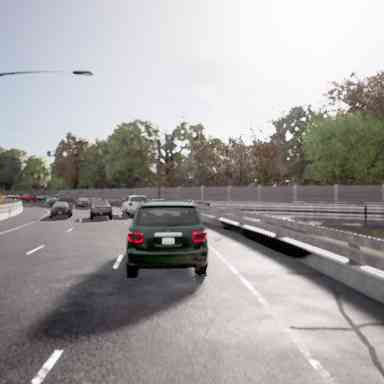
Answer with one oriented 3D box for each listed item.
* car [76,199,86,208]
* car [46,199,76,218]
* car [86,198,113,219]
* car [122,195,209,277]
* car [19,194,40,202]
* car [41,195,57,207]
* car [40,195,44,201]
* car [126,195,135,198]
[{"bbox_3d":[-16.897,1.800,51.174,1.895,1.301,4.718,0,0,-28],"label":"car"},{"bbox_3d":[-12.301,1.650,31.468,1.812,1.442,4.674,0,0,-17],"label":"car"},{"bbox_3d":[-8.285,1.607,30.290,2.128,1.511,4.902,0,0,-16],"label":"car"},{"bbox_3d":[-0.830,1.261,10.589,2.150,2.045,5.566,0,0,-6],"label":"car"},{"bbox_3d":[-39.471,1.410,80.048,5.566,2.045,2.150,0,0,40],"label":"car"},{"bbox_3d":[-23.158,1.726,54.876,1.837,1.490,4.892,1,0,-31],"label":"car"},{"bbox_3d":[-36.648,1.559,82.292,4.553,1.767,2.097,0,0,40],"label":"car"},{"bbox_3d":[-5.909,1.350,34.486,2.150,2.045,5.566,0,0,-18],"label":"car"}]
